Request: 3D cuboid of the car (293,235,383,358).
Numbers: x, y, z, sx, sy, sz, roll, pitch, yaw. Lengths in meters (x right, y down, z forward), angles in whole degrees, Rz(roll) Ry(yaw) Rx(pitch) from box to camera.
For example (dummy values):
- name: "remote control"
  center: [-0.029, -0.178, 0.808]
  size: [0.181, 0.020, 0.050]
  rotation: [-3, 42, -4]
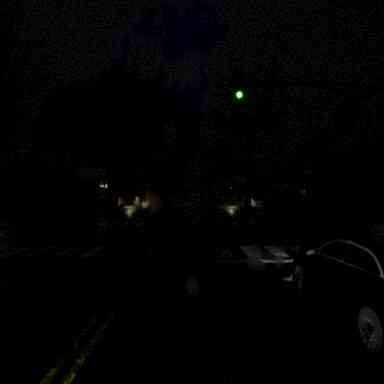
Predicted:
- name: "car"
  center: [3.349, 1.534, 6.052]
  size: [2.128, 1.511, 4.902]
  rotation: [0, 0, -1]
